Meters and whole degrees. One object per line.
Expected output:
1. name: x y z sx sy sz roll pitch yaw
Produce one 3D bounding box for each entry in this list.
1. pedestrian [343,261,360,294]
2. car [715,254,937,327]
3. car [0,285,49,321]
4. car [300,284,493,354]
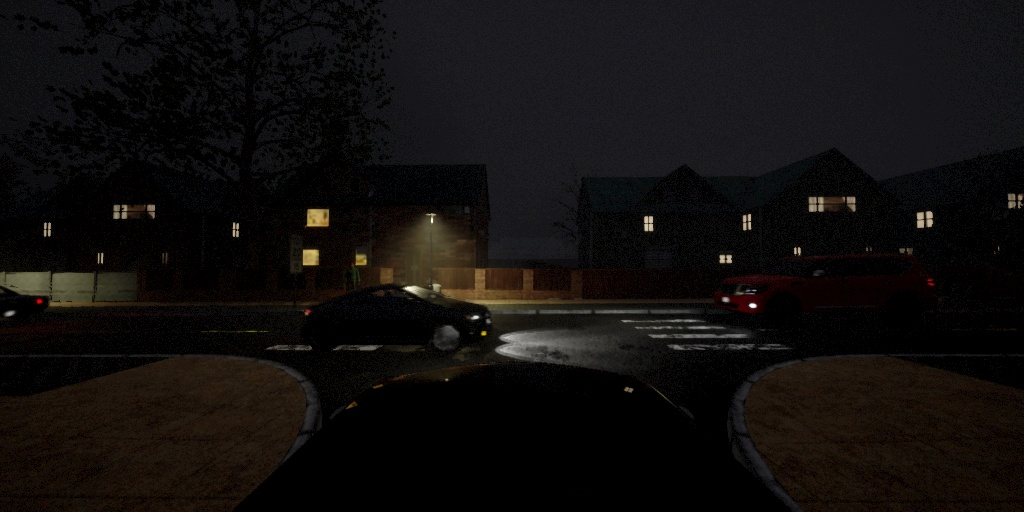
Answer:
1. pedestrian: -6.453 1.113 14.428 0.375 1.860 0.375 0 -1 2
2. car: 9.387 0.973 11.028 5.566 2.045 2.150 0 -1 2
3. car: -18.748 1.627 11.885 4.718 1.301 1.895 -1 -1 2
4. car: -2.558 1.355 8.431 4.181 1.385 1.994 0 -1 2
